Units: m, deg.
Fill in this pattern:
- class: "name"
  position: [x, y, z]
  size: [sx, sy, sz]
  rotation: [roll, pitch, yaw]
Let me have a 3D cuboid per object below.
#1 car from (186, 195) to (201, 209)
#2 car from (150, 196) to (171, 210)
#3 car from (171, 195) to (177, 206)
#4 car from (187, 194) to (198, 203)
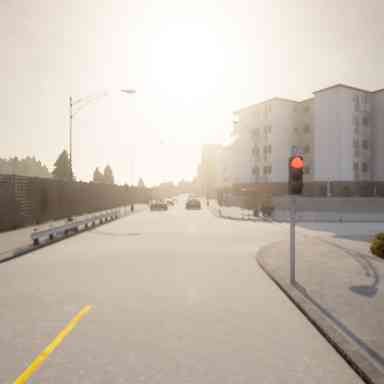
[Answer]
- class: "car"
  position: [0.174, 1.545, 46.156]
  size: [1.994, 1.385, 4.181]
  rotation: [0, 0, 0]
- class: "car"
  position: [-4.028, 1.547, 41.654]
  size: [1.994, 1.385, 4.181]
  rotation: [0, 0, 0]
- class: "car"
  position: [-3.994, 1.504, 55.332]
  size: [1.812, 1.442, 4.674]
  rotation: [0, 0, 1]
- class: "car"
  position: [0.116, 1.327, 70.545]
  size: [2.097, 1.767, 4.553]
  rotation: [0, 0, 0]
